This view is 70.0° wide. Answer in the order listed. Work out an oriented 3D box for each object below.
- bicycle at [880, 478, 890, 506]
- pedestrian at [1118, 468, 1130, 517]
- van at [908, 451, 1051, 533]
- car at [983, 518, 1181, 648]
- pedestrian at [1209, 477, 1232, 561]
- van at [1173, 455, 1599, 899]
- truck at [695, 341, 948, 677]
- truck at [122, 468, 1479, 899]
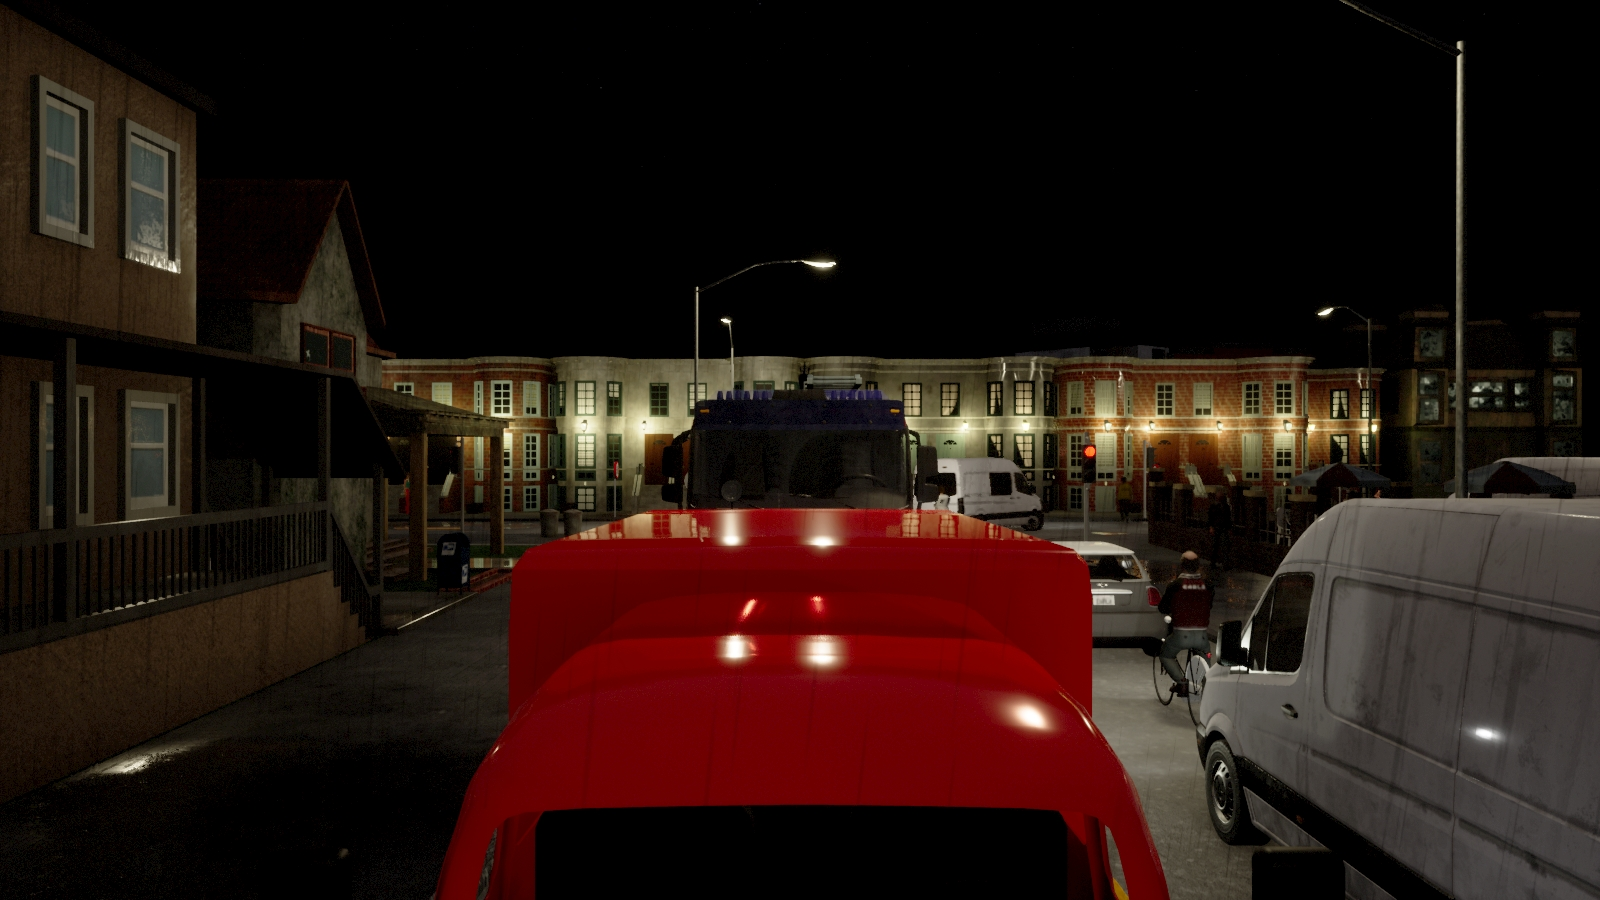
[{"bbox_3d":[4.005,1.963,53.762,0.329,1.271,1.835,0,0,0],"label":"bicycle"},{"bbox_3d":[12.540,1.647,44.239,0.375,1.860,0.375,0,0,3],"label":"pedestrian"},{"bbox_3d":[6.157,1.331,38.523,1.988,2.561,5.915,-1,-1,39],"label":"van"},{"bbox_3d":[3.996,1.852,16.834,1.970,1.475,3.806,0,0,0],"label":"car"},{"bbox_3d":[9.357,1.529,25.413,0.375,1.860,0.375,0,0,0],"label":"pedestrian"},{"bbox_3d":[4.008,1.318,6.281,1.988,2.561,5.915,0,0,0],"label":"van"},{"bbox_3d":[0.275,0.678,17.256,2.891,3.827,8.468,0,0,0],"label":"truck"},{"bbox_3d":[-0.002,1.351,4.813,2.627,2.467,5.204,0,0,0],"label":"truck"}]
